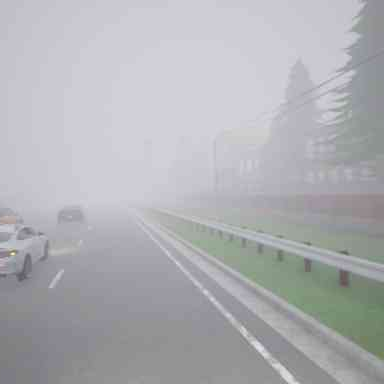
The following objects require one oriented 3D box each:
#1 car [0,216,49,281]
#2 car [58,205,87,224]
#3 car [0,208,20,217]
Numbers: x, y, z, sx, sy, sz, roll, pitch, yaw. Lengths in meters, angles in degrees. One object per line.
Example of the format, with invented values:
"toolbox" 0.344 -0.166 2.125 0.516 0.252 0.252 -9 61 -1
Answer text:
"car" -5.628 1.695 10.048 1.812 1.442 4.674 -1 0 -14
"car" -9.995 1.799 28.012 1.882 1.535 5.008 -1 0 -14
"car" -11.595 1.699 19.769 2.097 1.767 4.553 -1 0 -14
